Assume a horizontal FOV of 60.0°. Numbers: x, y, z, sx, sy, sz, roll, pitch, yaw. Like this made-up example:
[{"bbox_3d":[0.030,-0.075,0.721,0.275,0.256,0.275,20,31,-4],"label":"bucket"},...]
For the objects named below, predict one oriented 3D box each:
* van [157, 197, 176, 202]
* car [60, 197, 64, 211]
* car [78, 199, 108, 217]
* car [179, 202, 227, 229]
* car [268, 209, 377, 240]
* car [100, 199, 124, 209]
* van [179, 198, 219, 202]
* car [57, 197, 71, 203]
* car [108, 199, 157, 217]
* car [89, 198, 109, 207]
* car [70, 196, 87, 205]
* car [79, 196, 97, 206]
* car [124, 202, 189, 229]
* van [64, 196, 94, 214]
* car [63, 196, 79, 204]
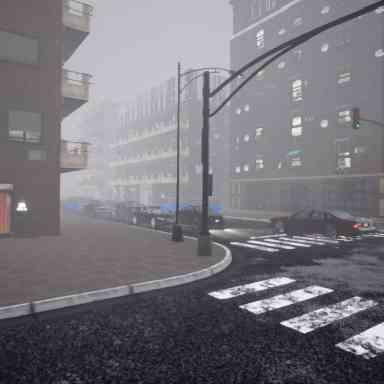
[{"bbox_3d":[-2.326,1.450,35.286,1.690,1.788,3.998,1,-1,-35],"label":"van"},{"bbox_3d":[-15.174,1.581,40.001,2.008,1.369,4.403,1,-1,-35],"label":"car"},{"bbox_3d":[-8.808,1.592,30.801,1.802,1.307,4.206,1,-1,-35],"label":"car"},{"bbox_3d":[0.388,1.581,21.845,1.994,1.385,4.181,1,-1,-35],"label":"car"},{"bbox_3d":[6.516,1.576,17.292,2.033,1.411,5.357,1,-1,-35],"label":"car"},{"bbox_3d":[-11.878,1.683,49.086,1.887,1.381,4.507,1,-1,-35],"label":"car"},{"bbox_3d":[0.858,1.440,30.686,1.690,1.788,3.998,1,-1,-35],"label":"van"},{"bbox_3d":[-27.795,1.728,72.087,1.887,1.381,4.507,1,-1,-35],"label":"car"},{"bbox_3d":[-5.517,1.528,30.381,2.128,1.511,4.902,1,-1,-35],"label":"car"},{"bbox_3d":[-15.061,1.730,53.685,1.802,1.307,4.206,1,-1,-35],"label":"car"},{"bbox_3d":[-21.427,1.606,62.887,1.967,1.590,4.097,1,-1,-35],"label":"car"},{"bbox_3d":[-18.244,1.597,58.287,1.967,1.590,4.097,1,-1,-35],"label":"car"},{"bbox_3d":[-2.440,1.540,21.600,2.008,1.369,4.403,1,-1,-35],"label":"car"},{"bbox_3d":[-11.989,1.361,35.403,1.690,1.788,3.998,1,-1,-35],"label":"van"},{"bbox_3d":[-24.610,1.615,67.487,1.967,1.590,4.097,1,-1,-35],"label":"car"}]
